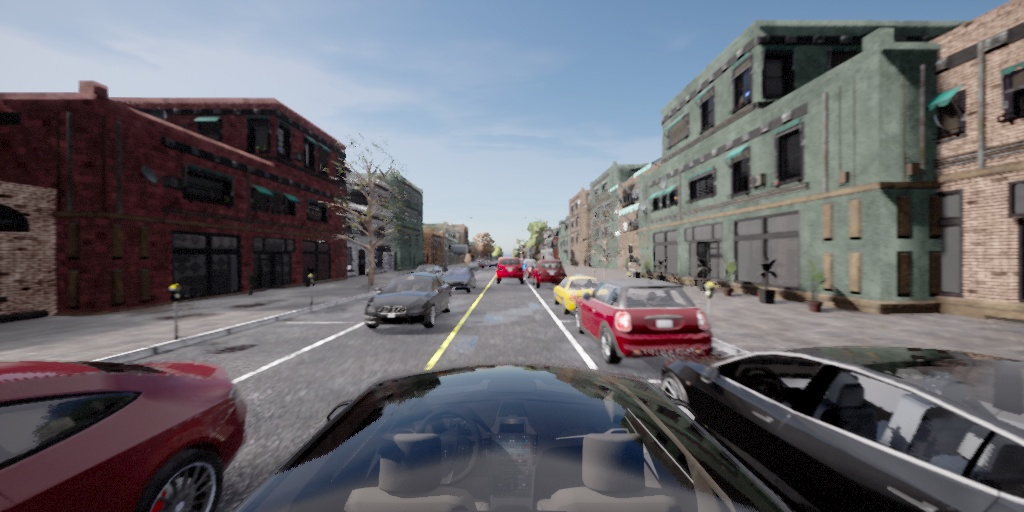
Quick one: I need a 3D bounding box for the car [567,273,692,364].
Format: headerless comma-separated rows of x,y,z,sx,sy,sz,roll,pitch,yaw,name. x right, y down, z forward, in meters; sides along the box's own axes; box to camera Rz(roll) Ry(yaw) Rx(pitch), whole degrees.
2.658,1.218,8.199,1.967,1.591,4.097,0,0,-1,car

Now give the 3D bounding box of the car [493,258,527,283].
-0.149,1.145,29.776,2.150,2.045,5.566,0,0,0,car

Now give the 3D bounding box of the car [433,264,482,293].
-3.265,1.438,22.411,2.033,1.411,5.357,0,0,0,car

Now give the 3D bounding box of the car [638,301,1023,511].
2.711,1.310,2.651,1.948,1.339,4.313,0,0,-1,car

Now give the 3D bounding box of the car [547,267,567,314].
2.603,1.338,13.918,1.751,1.417,4.829,0,0,-1,car

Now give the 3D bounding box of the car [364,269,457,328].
-3.171,1.330,11.768,1.837,1.490,4.892,0,0,-1,car

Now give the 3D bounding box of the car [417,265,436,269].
-5.882,1.355,24.761,1.967,1.591,4.097,0,0,-1,car

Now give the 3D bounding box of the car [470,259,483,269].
-6.201,1.670,58.049,2.007,1.370,4.403,0,0,-1,car

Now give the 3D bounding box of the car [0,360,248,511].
-3.078,1.284,1.104,1.812,1.442,4.674,0,0,0,car

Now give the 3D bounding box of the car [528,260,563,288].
2.498,1.196,24.843,2.192,1.841,5.009,0,0,-1,car
